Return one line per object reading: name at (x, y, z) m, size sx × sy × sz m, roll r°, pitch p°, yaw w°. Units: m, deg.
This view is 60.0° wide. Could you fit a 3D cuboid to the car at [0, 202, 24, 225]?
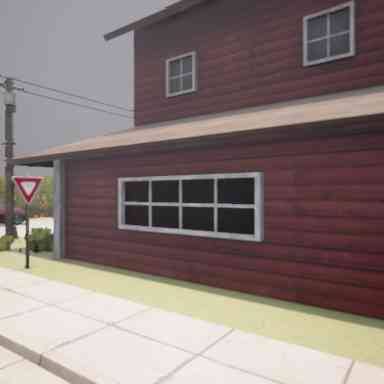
car at (-14.011, 1.460, 22.645) m, size 2.097 × 1.767 × 4.553 m, roll 0°, pitch 0°, yaw 36°
